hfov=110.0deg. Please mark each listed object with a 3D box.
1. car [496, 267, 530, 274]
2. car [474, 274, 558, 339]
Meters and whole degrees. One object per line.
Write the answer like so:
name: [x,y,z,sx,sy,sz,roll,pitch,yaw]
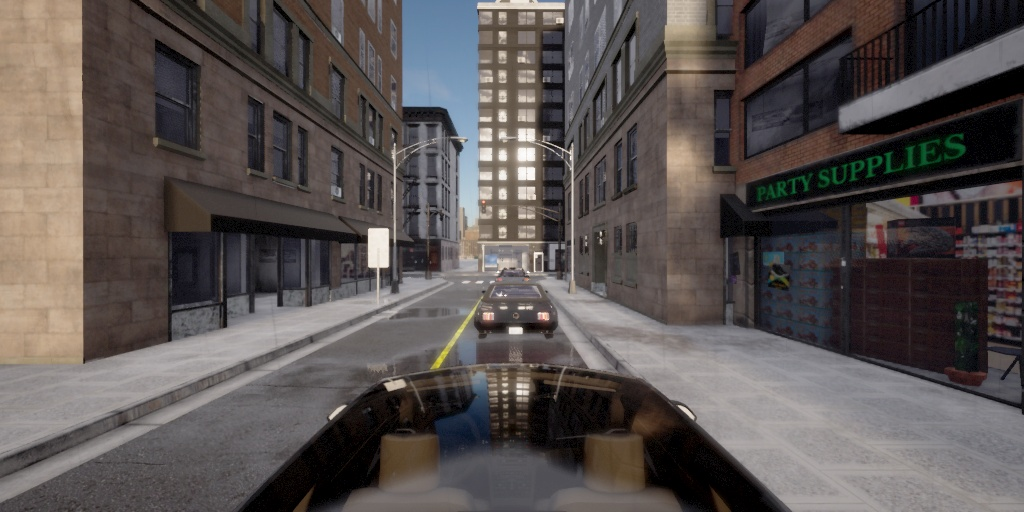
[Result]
car: [0.066,1.314,20.032,1.994,1.385,4.181,0,0,0]
car: [0.088,1.351,10.064,1.895,1.301,4.718,0,0,0]
